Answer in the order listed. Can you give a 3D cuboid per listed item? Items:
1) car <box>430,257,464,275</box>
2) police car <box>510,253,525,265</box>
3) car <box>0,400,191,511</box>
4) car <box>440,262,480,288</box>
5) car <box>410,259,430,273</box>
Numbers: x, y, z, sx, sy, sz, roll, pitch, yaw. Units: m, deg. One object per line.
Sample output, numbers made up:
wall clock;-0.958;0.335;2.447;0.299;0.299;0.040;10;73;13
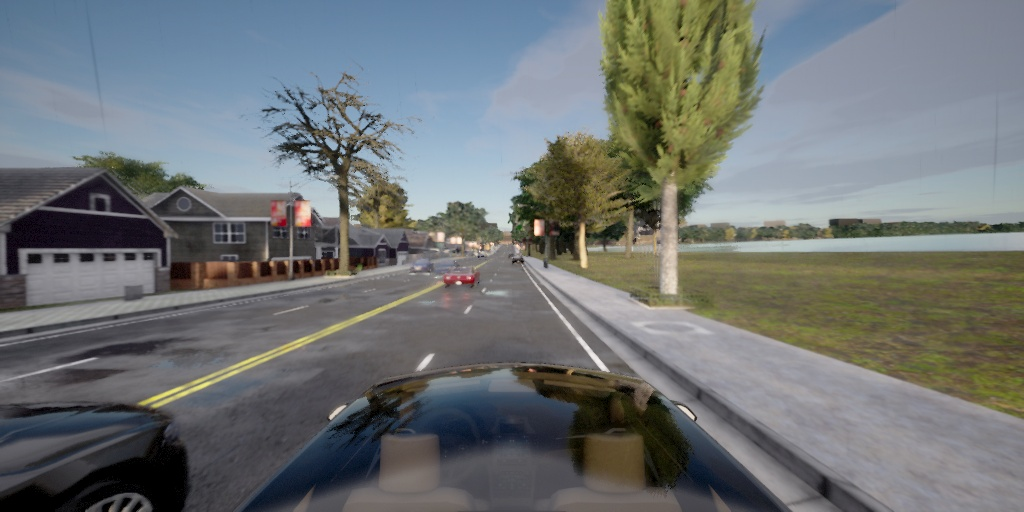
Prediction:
car;-6.595;1.104;36.933;2.033;1.411;5.357;0;1;0
police car;0.976;0.573;56.967;1.930;1.638;5.238;0;1;0
car;-3.149;1.242;0.469;2.128;1.511;4.902;0;0;0
car;-3.149;1.306;23.428;1.895;1.301;4.718;0;0;0
car;-9.837;1.038;39.797;1.812;1.442;4.674;0;1;0
